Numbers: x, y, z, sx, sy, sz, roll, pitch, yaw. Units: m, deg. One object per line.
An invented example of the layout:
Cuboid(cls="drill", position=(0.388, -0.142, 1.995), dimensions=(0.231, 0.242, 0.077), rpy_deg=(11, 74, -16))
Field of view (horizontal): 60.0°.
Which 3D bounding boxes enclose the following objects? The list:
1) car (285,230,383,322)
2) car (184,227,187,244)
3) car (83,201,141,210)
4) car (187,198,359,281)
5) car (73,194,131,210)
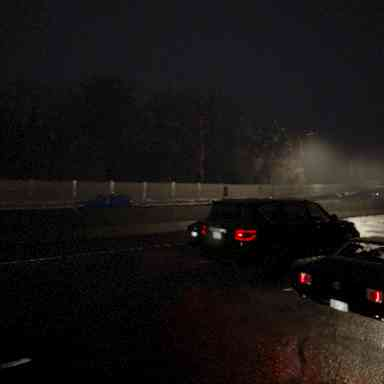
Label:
Cuboid(cls="car", position=(4.236, 1.578, 6.773), dimensions=(4.718, 1.301, 1.895), rpy_deg=(0, 0, -36))
Cuboid(cls="car", position=(1.732, 1.535, 13.582), dimensions=(4.181, 1.385, 1.994), rpy_deg=(0, 0, -36))
Cuboid(cls="car", position=(-4.685, 1.535, 22.148), dimensions=(4.181, 1.385, 1.994), rpy_deg=(0, 0, -35))
Cuboid(cls="car", position=(2.829, 1.196, 10.067), dimensions=(5.566, 2.045, 2.150), rpy_deg=(0, 0, -36))
Cuboid(cls="car", position=(-8.534, 1.185, 32.300), dimensions=(5.566, 2.045, 2.150), rpy_deg=(0, 0, -35))
